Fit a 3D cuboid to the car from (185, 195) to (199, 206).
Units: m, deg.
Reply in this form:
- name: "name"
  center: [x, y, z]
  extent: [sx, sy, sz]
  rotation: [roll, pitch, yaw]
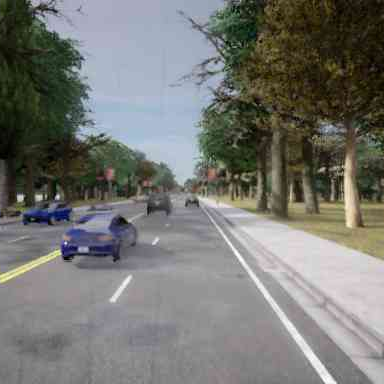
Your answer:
- name: "car"
  center: [0.020, 1.306, 52.663]
  extent: [2.097, 1.767, 4.553]
  rotation: [0, 0, 0]

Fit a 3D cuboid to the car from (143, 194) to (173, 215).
- name: "car"
  center: [-3.180, 1.167, 33.174]
  extent: [2.150, 2.045, 5.566]
  rotation: [0, 0, -1]

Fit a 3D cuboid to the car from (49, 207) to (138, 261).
- name: "car"
  center: [-3.155, 1.498, 11.953]
  extent: [1.812, 1.442, 4.674]
  rotation: [0, 0, 0]

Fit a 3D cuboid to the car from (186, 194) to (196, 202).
- name: "car"
  center: [-0.220, 1.349, 72.814]
  extent: [2.097, 1.767, 4.553]
  rotation: [0, 0, -1]

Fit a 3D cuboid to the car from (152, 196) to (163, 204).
- name: "car"
  center: [-6.665, 1.511, 64.827]
  extent: [1.812, 1.442, 4.674]
  rotation: [0, 0, 0]

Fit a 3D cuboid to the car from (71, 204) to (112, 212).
- name: "car"
  center: [-6.610, 1.555, 23.595]
  extent: [1.895, 1.301, 4.718]
  rotation: [0, 0, 0]

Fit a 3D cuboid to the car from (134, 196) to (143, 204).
- name: "car"
  center: [-9.913, 1.512, 64.253]
  extent: [1.812, 1.442, 4.674]
  rotation: [0, 0, 0]

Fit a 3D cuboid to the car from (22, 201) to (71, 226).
- name: "car"
  center: [-9.859, 1.432, 23.063]
  extent: [1.882, 1.535, 5.008]
  rotation: [0, 0, 0]
